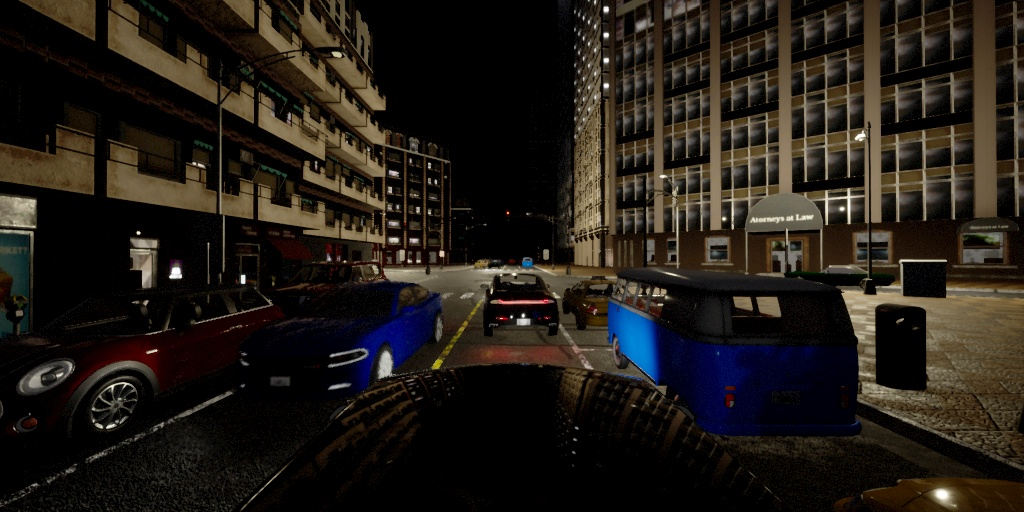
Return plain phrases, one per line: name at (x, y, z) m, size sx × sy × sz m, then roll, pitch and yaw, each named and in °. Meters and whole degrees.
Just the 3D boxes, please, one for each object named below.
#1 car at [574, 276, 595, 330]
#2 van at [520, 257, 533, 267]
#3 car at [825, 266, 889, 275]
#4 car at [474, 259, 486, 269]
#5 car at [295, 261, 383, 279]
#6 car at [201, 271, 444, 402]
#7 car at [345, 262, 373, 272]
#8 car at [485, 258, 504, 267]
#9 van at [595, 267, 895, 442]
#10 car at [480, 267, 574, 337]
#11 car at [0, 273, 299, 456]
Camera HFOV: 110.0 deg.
car at (2.568, 1.279, 10.912) m, size 1.751 × 1.417 × 4.829 m, roll 0°, pitch 0°, yaw 0°
van at (2.579, 1.167, 59.735) m, size 1.690 × 1.789 × 3.998 m, roll 0°, pitch 0°, yaw 0°
car at (18.313, 1.194, 20.455) m, size 4.718 × 1.301 × 1.895 m, roll -1°, pitch -1°, yaw 41°
car at (-5.301, 1.352, 59.567) m, size 1.751 × 1.417 × 4.829 m, roll 0°, pitch 0°, yaw 0°
car at (-5.312, 1.068, 10.737) m, size 2.192 × 1.841 × 5.009 m, roll 0°, pitch 0°, yaw 0°
car at (-2.669, 1.229, 6.790) m, size 1.882 × 1.535 × 5.008 m, roll 0°, pitch 0°, yaw 3°
car at (-21.763, 1.536, 50.993) m, size 4.181 × 1.385 × 1.994 m, roll -1°, pitch -1°, yaw 41°
car at (-2.803, 1.425, 58.826) m, size 1.895 × 1.301 × 4.718 m, roll 0°, pitch 0°, yaw 2°
van at (2.567, 1.092, 5.205) m, size 1.690 × 1.789 × 3.998 m, roll 0°, pitch 0°, yaw 0°
car at (0.135, 1.245, 10.347) m, size 2.128 × 1.511 × 4.902 m, roll 0°, pitch 0°, yaw -3°
car at (-5.314, 1.191, 5.202) m, size 1.967 × 1.591 × 4.097 m, roll 0°, pitch 0°, yaw 0°
